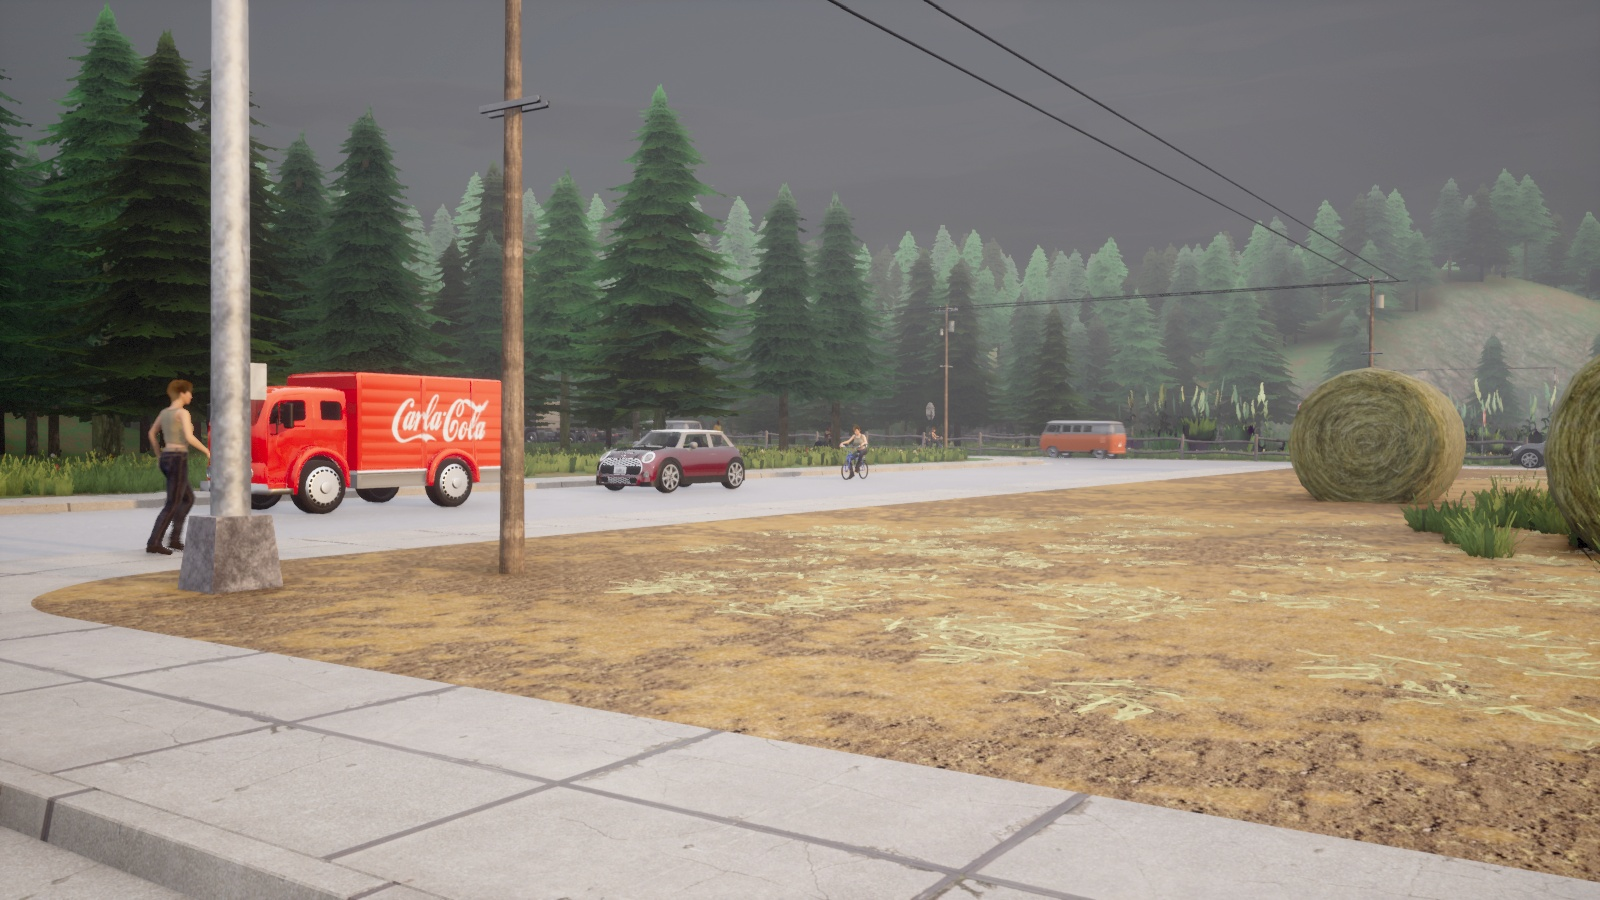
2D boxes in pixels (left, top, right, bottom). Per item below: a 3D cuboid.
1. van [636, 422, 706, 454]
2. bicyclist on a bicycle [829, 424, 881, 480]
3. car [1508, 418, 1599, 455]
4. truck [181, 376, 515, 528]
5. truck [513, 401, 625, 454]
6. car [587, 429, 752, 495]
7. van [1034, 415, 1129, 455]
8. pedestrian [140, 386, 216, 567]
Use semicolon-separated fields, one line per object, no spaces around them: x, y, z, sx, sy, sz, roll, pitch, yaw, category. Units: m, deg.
-8.391;-0.790;81.490;4.442;1.987;1.775;0;1;36;van
1.640;0.045;37.323;0.866;1.612;1.509;0;1;34;bicyclist on a bicycle
31.402;-0.564;51.547;3.806;1.475;1.970;0;1;38;car
-8.141;-0.019;23.156;2.627;2.467;5.204;0;1;35;truck
-16.086;-1.525;87.023;7.936;3.462;2.891;0;1;36;truck
-3.096;0.248;30.457;1.970;1.475;3.806;0;1;35;car
14.446;-0.788;64.516;4.442;1.987;1.775;0;1;37;van
-6.486;0.263;13.107;0.345;1.836;0.594;0;1;41;pedestrian
